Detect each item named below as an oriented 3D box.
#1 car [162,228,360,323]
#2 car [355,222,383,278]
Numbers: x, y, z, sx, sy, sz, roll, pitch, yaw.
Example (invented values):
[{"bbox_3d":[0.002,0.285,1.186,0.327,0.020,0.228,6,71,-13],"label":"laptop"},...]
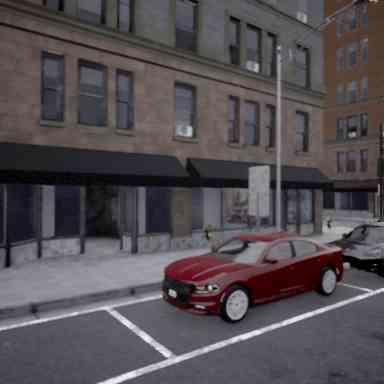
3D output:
[{"bbox_3d":[1.488,1.585,7.251,4.507,1.381,1.887,1,0,-36],"label":"car"},{"bbox_3d":[5.974,1.647,10.452,4.313,1.339,1.947,1,0,-36],"label":"car"}]
